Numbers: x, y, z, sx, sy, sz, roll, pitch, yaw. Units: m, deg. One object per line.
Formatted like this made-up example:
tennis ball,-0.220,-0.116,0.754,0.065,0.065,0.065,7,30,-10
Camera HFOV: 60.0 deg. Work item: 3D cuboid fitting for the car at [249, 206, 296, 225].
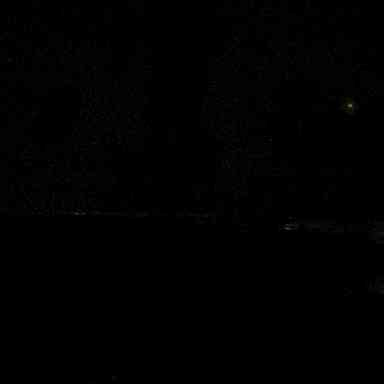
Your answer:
car,6.578,1.914,27.838,1.994,1.385,4.181,-1,-1,-36
